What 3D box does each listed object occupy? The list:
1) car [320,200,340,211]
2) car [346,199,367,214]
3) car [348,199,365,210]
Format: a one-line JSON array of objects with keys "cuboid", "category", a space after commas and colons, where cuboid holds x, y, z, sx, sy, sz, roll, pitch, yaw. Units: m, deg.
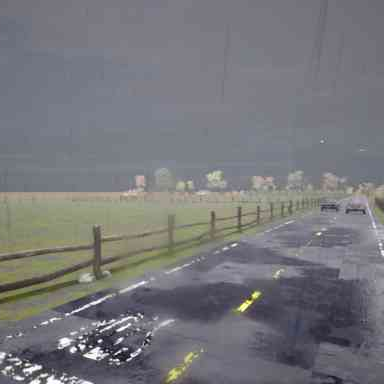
[{"cuboid": [16.564, 1.585, 39.790, 1.895, 1.301, 4.718, 0, 0, 27], "category": "car"}, {"cuboid": [17.433, 1.535, 35.337, 2.033, 1.411, 5.357, 0, 0, 27], "category": "car"}, {"cuboid": [21.909, 1.587, 44.175, 1.895, 1.301, 4.718, 0, 0, 27], "category": "car"}]
